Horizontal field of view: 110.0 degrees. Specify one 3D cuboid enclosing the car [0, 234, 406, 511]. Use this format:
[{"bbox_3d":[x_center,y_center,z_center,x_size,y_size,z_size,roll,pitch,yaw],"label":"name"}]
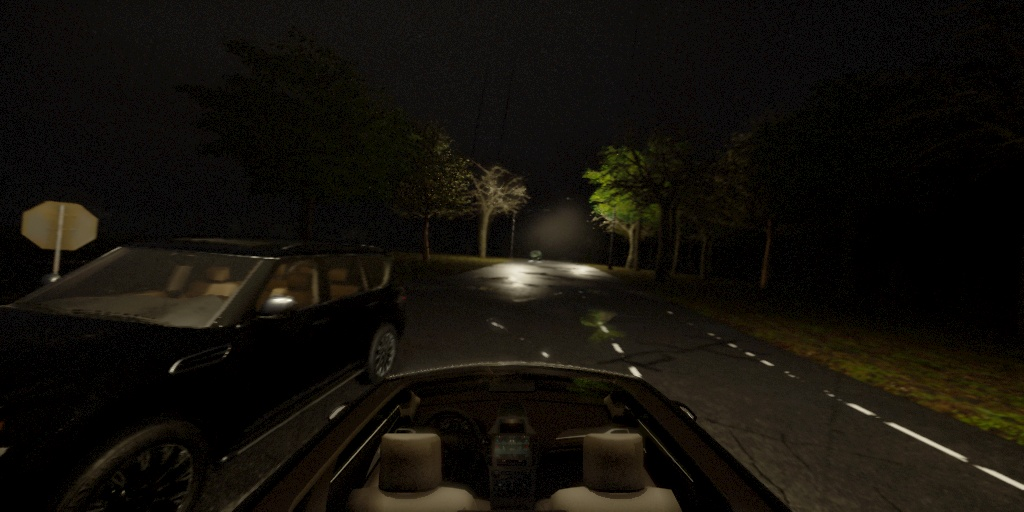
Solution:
[{"bbox_3d":[-3.039,0.806,3.966,2.150,2.045,5.566,5,1,5],"label":"car"}]
